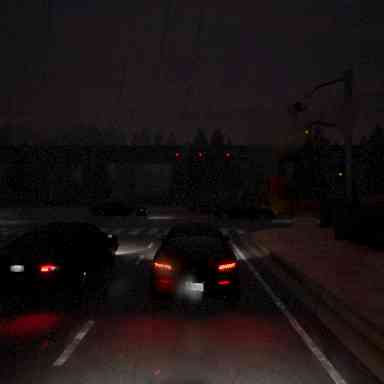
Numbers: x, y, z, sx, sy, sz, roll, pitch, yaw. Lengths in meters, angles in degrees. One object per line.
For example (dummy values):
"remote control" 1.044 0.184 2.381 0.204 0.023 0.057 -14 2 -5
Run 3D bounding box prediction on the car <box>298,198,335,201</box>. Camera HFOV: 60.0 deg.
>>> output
"car" 16.916 1.491 43.320 4.902 1.511 2.128 0 0 0

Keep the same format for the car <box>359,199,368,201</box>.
"car" 23.225 1.601 46.793 4.718 1.301 1.895 0 0 0

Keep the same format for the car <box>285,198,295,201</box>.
"car" 14.117 1.526 46.834 4.674 1.442 1.812 0 0 2

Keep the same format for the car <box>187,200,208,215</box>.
"car" 1.861 1.525 32.703 4.674 1.442 1.812 0 0 0

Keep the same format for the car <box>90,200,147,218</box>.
"car" -6.394 1.505 29.249 4.892 1.490 1.837 0 0 0

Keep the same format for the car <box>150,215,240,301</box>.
"car" 0.071 1.526 8.207 1.812 1.442 4.674 0 0 0

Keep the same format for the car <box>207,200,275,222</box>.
"car" 3.889 1.491 25.693 4.902 1.511 2.128 0 0 0

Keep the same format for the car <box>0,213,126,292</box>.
"car" -3.421 1.547 9.028 2.033 1.411 5.357 0 0 0
